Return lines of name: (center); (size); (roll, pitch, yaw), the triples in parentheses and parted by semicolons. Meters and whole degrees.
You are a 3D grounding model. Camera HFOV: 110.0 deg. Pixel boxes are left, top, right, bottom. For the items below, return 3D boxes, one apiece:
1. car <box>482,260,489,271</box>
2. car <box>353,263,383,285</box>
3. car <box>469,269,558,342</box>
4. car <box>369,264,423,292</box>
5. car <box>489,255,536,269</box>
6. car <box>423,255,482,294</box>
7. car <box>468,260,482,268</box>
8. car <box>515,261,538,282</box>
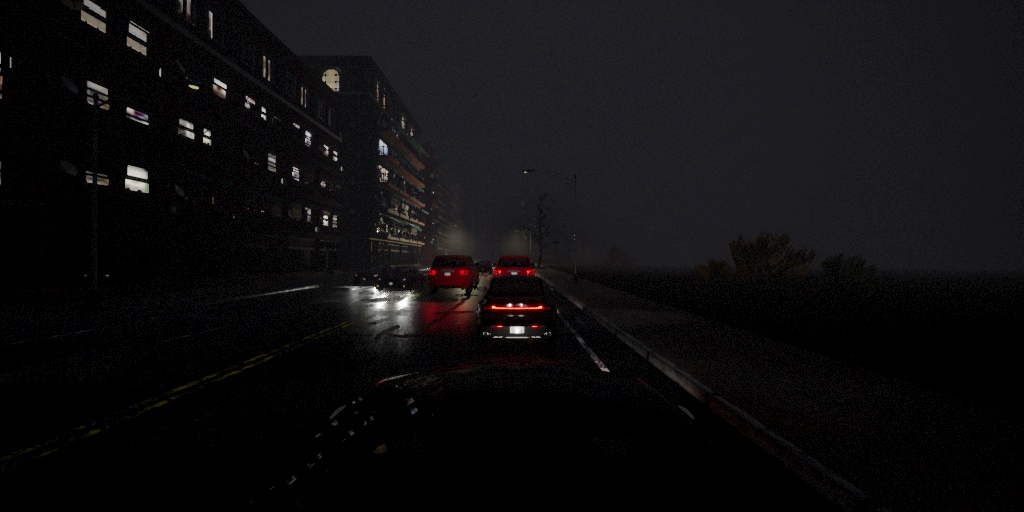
car: (-3.135, 1.231, 40.541); (1.882, 1.535, 5.008); (0, 0, 0)
car: (-9.840, 1.279, 26.195); (1.812, 1.442, 4.674); (0, 0, 0)
car: (0.105, 1.256, 9.717); (1.837, 1.490, 4.892); (0, 0, 0)
car: (-6.591, 1.317, 21.507); (1.994, 1.385, 4.181); (0, 0, 0)
car: (0.108, 0.975, 20.064); (2.150, 2.045, 5.566); (0, 0, 0)
car: (-3.143, 0.975, 20.175); (2.150, 2.045, 5.566); (0, 0, 0)
car: (-6.532, 1.353, 63.665); (1.895, 1.301, 4.718); (0, 0, 0)
car: (1.150, 1.209, 30.472); (1.801, 1.575, 5.366); (0, 0, 0)
